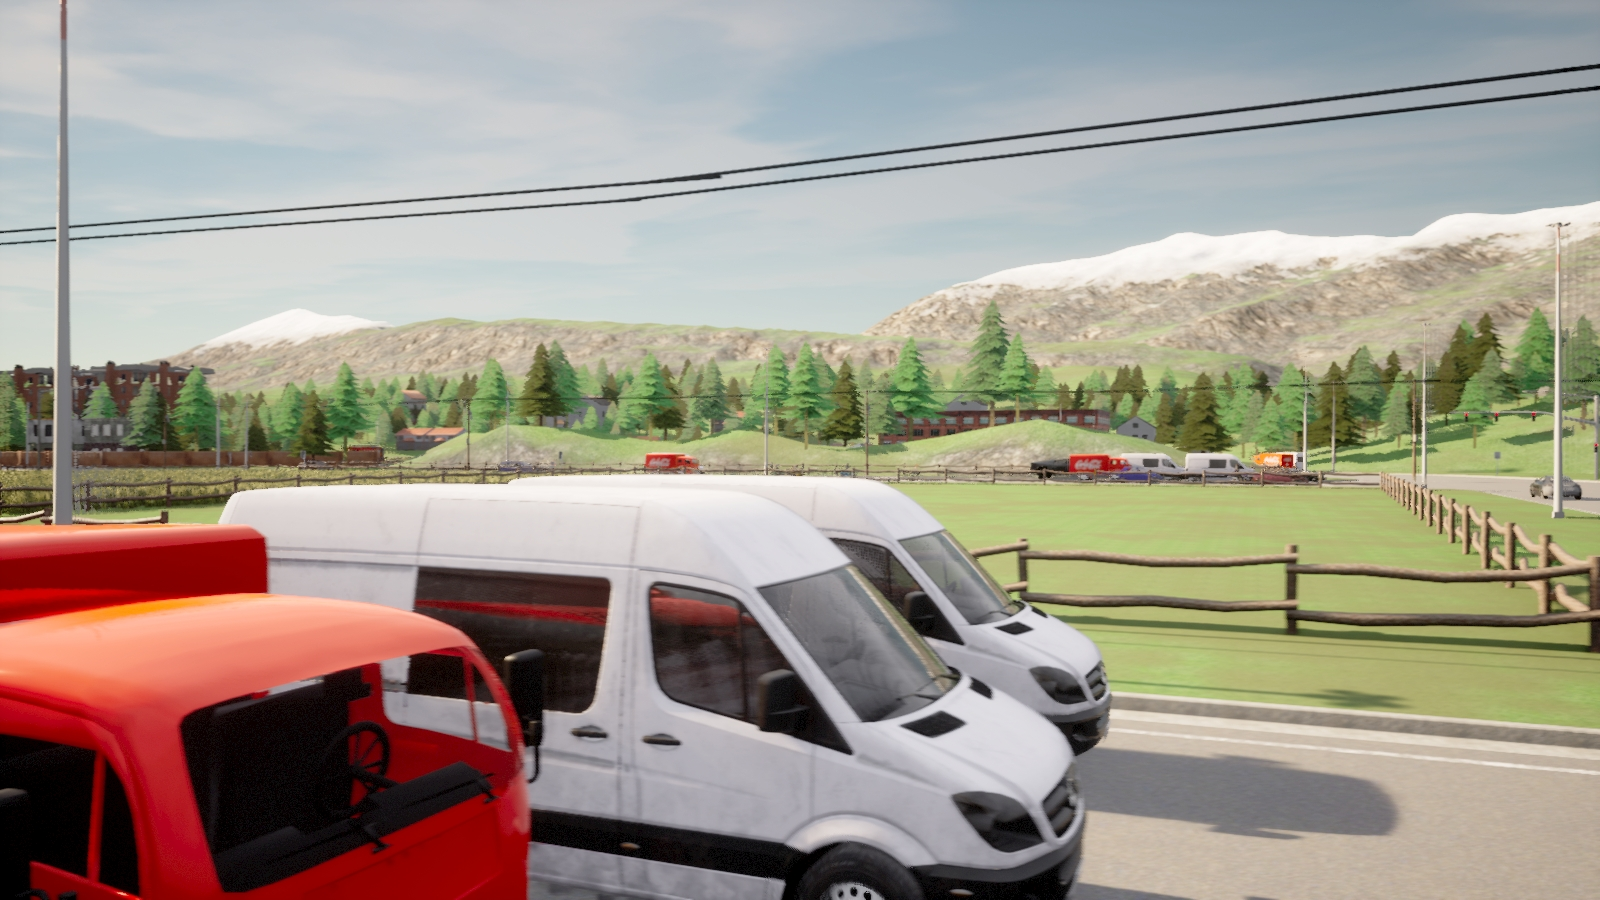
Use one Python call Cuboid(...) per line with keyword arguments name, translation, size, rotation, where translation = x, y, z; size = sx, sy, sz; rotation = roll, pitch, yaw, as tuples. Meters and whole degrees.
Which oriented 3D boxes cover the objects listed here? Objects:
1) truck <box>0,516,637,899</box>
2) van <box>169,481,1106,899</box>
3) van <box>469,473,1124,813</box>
Cuboid(name="truck", translation=(-3.631, 1.584, 4.818), size=(5.204, 2.467, 2.627), rotation=(-1, -1, 23))
Cuboid(name="van", translation=(-1.151, 1.537, 7.534), size=(5.915, 2.561, 1.988), rotation=(0, 0, 22))
Cuboid(name="van", translation=(-0.086, 1.538, 10.880), size=(5.915, 2.561, 1.988), rotation=(0, 0, 22))
